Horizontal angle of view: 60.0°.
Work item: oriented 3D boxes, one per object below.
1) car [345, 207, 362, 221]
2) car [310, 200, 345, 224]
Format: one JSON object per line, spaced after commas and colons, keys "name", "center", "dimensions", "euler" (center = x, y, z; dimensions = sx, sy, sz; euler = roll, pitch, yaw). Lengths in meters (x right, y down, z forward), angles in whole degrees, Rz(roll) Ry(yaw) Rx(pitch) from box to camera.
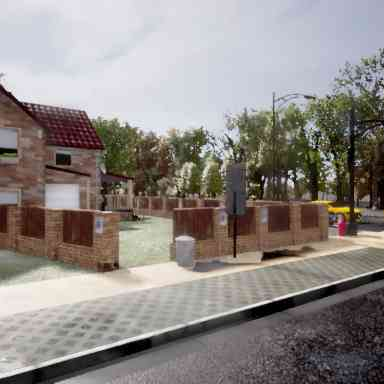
{"name": "car", "center": [10.318, 1.423, 25.468], "dimensions": [1.882, 1.535, 5.008], "euler": [0, 0, -35]}
{"name": "car", "center": [7.828, 1.469, 23.359], "dimensions": [1.812, 1.442, 4.674], "euler": [0, 0, -35]}
